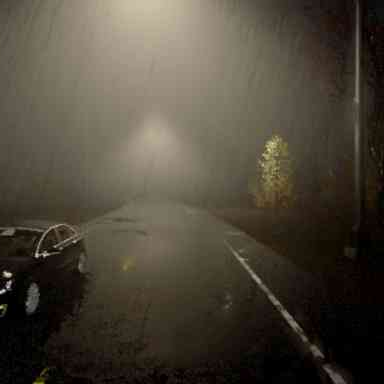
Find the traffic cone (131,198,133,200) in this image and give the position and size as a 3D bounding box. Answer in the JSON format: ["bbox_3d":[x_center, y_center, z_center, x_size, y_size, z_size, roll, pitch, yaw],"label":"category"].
[{"bbox_3d":[-12.981,1.852,75.390,0.340,0.580,0.340,0,0,-12],"label":"traffic cone"}]

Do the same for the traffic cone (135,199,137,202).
[{"bbox_3d":[-8.626,1.799,50.991,0.340,0.580,0.340,0,0,-8],"label":"traffic cone"}]

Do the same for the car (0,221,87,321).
[{"bbox_3d":[-3.735,1.458,7.280,1.837,1.490,4.892,0,0,-1],"label":"car"}]
